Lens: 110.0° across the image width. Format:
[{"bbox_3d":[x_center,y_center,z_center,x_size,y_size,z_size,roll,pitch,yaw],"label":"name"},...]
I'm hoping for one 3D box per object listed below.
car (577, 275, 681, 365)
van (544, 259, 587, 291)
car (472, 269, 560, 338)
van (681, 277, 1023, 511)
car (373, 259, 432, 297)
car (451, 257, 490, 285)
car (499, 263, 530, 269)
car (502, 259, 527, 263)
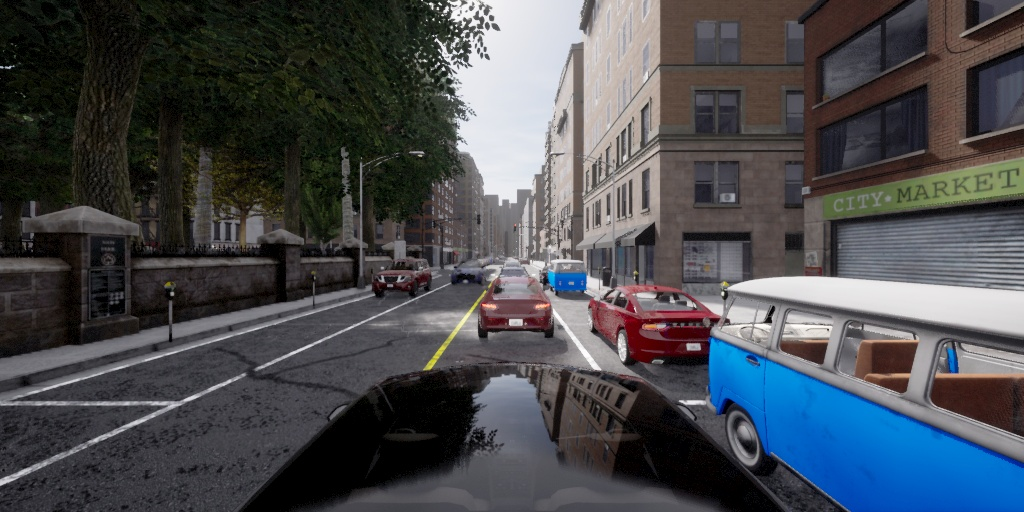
[{"bbox_3d":[2.861,1.294,7.870,1.888,1.381,4.507,0,0,0],"label":"car"},{"bbox_3d":[2.869,1.086,19.191,1.690,1.789,3.998,0,0,0],"label":"van"},{"bbox_3d":[0.101,1.274,10.073,1.812,1.442,4.674,0,0,0],"label":"car"},{"bbox_3d":[2.857,1.091,2.209,1.690,1.789,3.998,0,0,0],"label":"van"},{"bbox_3d":[-5.655,1.060,19.157,2.192,1.841,5.009,0,0,0],"label":"car"},{"bbox_3d":[-3.022,1.092,25.713,2.097,1.767,4.553,0,0,1],"label":"car"},{"bbox_3d":[0.110,1.292,19.652,2.033,1.411,5.357,0,0,1],"label":"car"},{"bbox_3d":[0.024,1.242,29.396,1.837,1.490,4.892,0,0,0],"label":"car"}]
